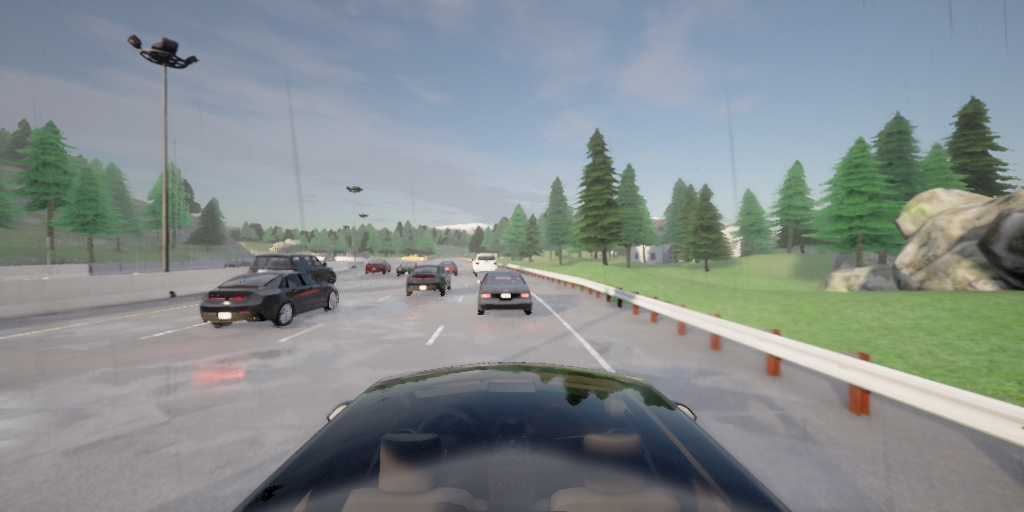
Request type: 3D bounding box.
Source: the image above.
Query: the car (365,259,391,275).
[{"bbox_3d":[-13.761,1.093,37.089,1.882,1.535,5.008,0,0,-10],"label":"car"}]

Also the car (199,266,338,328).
[{"bbox_3d":[-7.251,1.225,11.328,1.837,1.490,4.892,0,0,-3],"label":"car"}]

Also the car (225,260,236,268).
[{"bbox_3d":[-38.500,1.183,50.544,1.994,1.385,4.181,0,0,-15],"label":"car"}]

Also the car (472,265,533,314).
[{"bbox_3d":[-0.333,1.245,13.413,2.033,1.411,5.357,0,0,-3],"label":"car"}]

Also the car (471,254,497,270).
[{"bbox_3d":[-2.664,0.826,34.555,2.150,2.045,5.566,0,0,-9],"label":"car"}]

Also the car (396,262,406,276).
[{"bbox_3d":[-9.654,1.222,33.936,1.895,1.301,4.718,0,0,-9],"label":"car"}]

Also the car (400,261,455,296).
[{"bbox_3d":[-4.260,1.186,18.764,1.837,1.490,4.892,0,0,-5],"label":"car"}]

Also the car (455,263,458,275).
[{"bbox_3d":[-6.472,1.170,35.929,1.994,1.385,4.181,0,0,-10],"label":"car"}]

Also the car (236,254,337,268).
[{"bbox_3d":[-11.266,0.915,18.749,2.150,2.045,5.566,0,0,-5],"label":"car"}]
